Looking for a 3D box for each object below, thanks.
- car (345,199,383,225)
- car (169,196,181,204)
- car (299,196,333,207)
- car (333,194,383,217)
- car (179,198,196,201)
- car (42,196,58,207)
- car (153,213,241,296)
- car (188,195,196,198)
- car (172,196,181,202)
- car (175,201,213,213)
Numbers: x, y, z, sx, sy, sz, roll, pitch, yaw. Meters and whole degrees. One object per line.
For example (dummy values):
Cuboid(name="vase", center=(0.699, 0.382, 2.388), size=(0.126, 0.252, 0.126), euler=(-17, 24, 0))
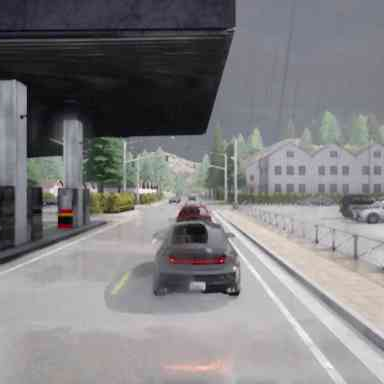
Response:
Cuboid(name="car", center=(12.696, 1.373, 22.122), size=(3.806, 1.475, 1.970), euler=(0, 0, 0))
Cuboid(name="car", center=(-3.465, 1.598, 65.632), size=(1.994, 1.385, 4.181), euler=(0, 0, 0))
Cuboid(name="car", center=(17.987, 1.325, 48.088), size=(4.902, 1.511, 2.128), euler=(0, 0, 0))
Cuboid(name="car", center=(13.289, 1.090, 25.450), size=(3.866, 1.878, 1.905), euler=(0, 0, 0))
Cuboid(name="car", center=(0.112, 1.519, 27.598), size=(1.837, 1.490, 4.892), euler=(0, 0, 0))
Cuboid(name="car", center=(-19.429, 1.341, 47.983), size=(4.902, 1.511, 2.128), euler=(1, 0, 0))
Cuboid(name="car", center=(0.104, 1.509, 8.610), size=(1.837, 1.490, 4.892), euler=(0, 0, 0))
Cuboid(name="car", center=(0.043, 1.541, 78.654), size=(1.837, 1.490, 4.892), euler=(0, 0, 0))
Cuboid(name="car", center=(-3.459, 1.635, 75.627), size=(1.895, 1.301, 4.718), euler=(0, 0, 0))
Cuboid(name="car", center=(0.109, 1.487, 18.104), size=(1.882, 1.535, 5.008), euler=(0, 0, 0))
